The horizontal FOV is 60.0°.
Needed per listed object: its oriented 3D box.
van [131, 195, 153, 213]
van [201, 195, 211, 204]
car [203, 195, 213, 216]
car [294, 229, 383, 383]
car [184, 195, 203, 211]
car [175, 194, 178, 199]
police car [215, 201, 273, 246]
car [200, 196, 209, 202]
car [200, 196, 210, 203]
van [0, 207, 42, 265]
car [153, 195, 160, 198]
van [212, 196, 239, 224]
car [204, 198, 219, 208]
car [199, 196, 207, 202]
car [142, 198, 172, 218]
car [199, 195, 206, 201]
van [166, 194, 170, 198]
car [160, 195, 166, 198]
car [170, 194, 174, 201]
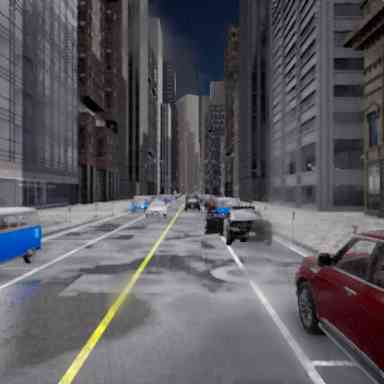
[{"bbox_3d":[-5.758,1.382,37.371,1.690,1.788,3.998,0,0,0],"label":"van"},{"bbox_3d":[2.770,1.419,65.426,1.690,1.788,3.998,0,0,0],"label":"van"},{"bbox_3d":[2.767,1.356,37.380,2.192,1.841,5.009,0,0,0],"label":"car"},{"bbox_3d":[2.763,1.319,3.725,2.192,1.841,5.009,0,0,0],"label":"car"},{"bbox_3d":[0.069,1.524,41.173,1.882,1.535,5.008,0,0,0],"label":"car"},{"bbox_3d":[-5.753,1.646,93.295,1.752,1.417,4.829,0,0,0],"label":"car"},{"bbox_3d":[2.369,1.442,15.615,1.930,1.638,5.238,0,0,0],"label":"police car"},{"bbox_3d":[2.771,1.659,76.644,1.947,1.339,4.313,0,0,0],"label":"car"},{"bbox_3d":[2.771,1.630,71.035,1.887,1.381,4.507,0,0,0],"label":"car"},{"bbox_3d":[-5.761,1.351,9.323,1.690,1.788,3.998,0,0,0],"label":"van"},{"bbox_3d":[-5.757,1.363,42.980,2.192,1.841,5.009,0,0,0],"label":"car"},{"bbox_3d":[2.766,1.369,26.162,1.690,1.788,3.998,0,0,0],"label":"van"},{"bbox_3d":[2.768,1.600,48.598,1.887,1.381,4.507,0,0,0],"label":"car"},{"bbox_3d":[2.772,1.626,82.423,1.752,1.417,4.829,0,0,0],"label":"car"},{"bbox_3d":[-3.094,1.559,30.323,1.812,1.442,4.674,0,0,0],"label":"car"},{"bbox_3d":[2.772,1.635,88.033,1.752,1.417,4.829,0,0,0],"label":"car"},{"bbox_3d":[-5.755,1.419,65.418,1.690,1.788,3.998,0,0,0],"label":"van"},{"bbox_3d":[-5.756,1.613,54.199,2.008,1.369,4.403,0,0,0],"label":"car"},{"bbox_3d":[-5.754,1.533,76.637,1.967,1.590,4.097,0,0,0],"label":"car"}]
